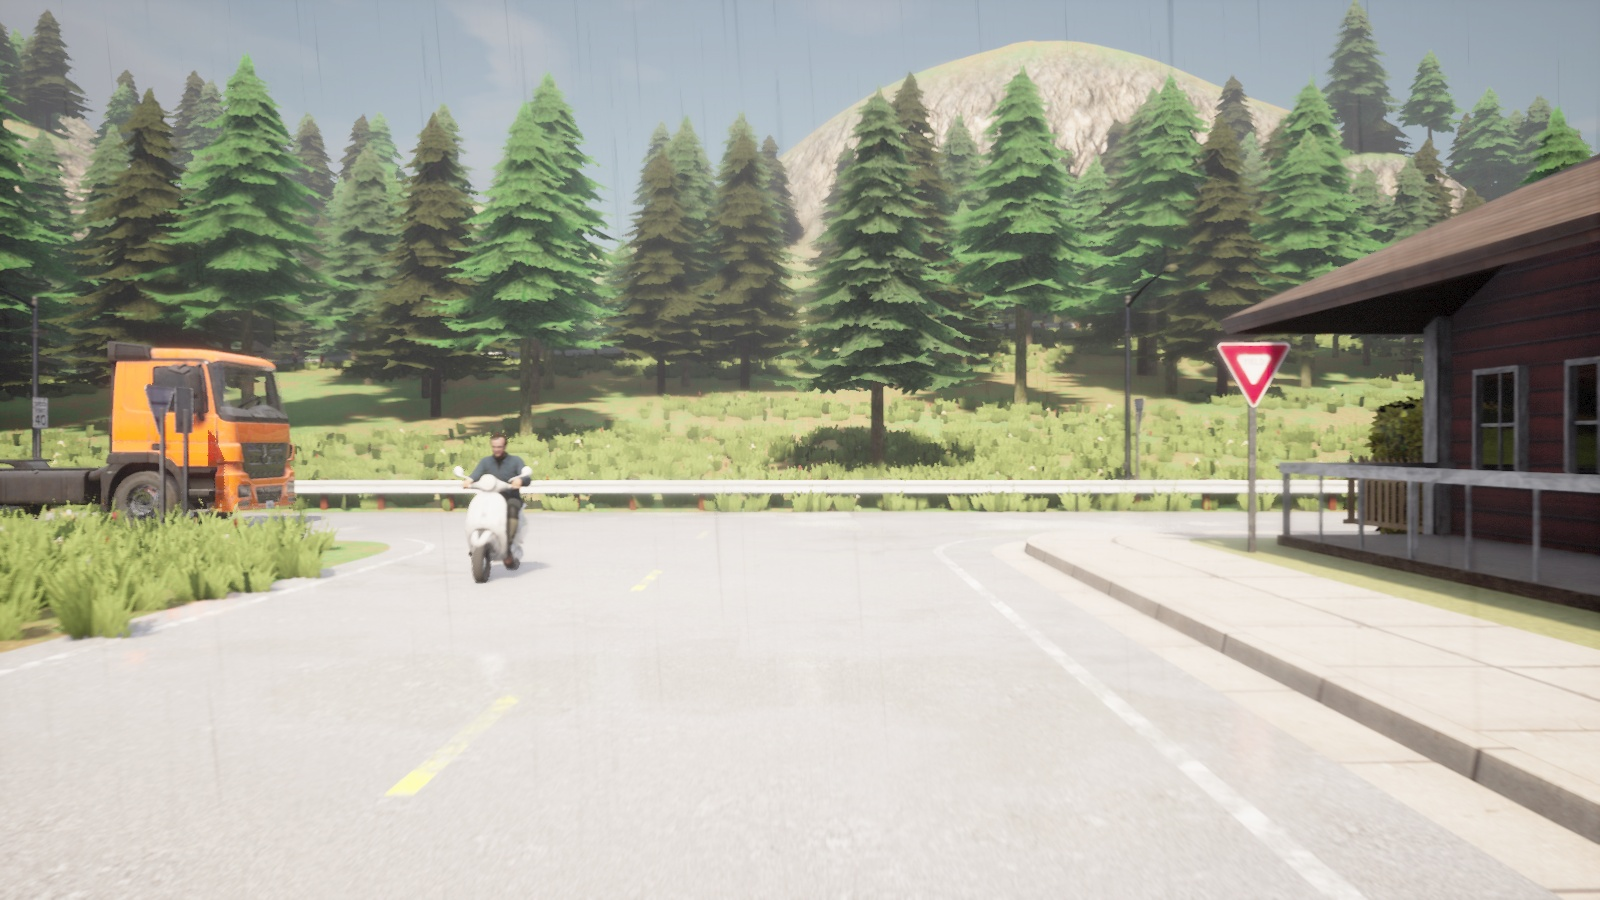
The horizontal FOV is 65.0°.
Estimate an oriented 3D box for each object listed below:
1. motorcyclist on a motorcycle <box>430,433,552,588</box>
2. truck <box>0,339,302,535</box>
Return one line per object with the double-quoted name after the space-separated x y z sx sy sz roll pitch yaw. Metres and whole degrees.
-3.370 0.619 13.864 0.866 1.590 1.817 0 0 1 "motorcyclist on a motorcycle"
-13.964 -0.238 23.734 7.936 3.462 2.891 0 0 0 "truck"
